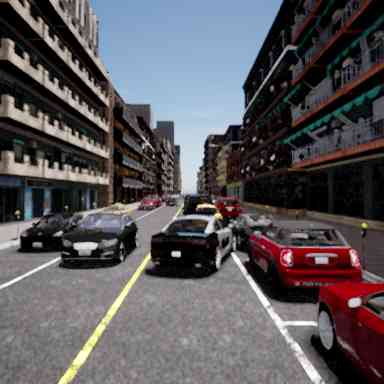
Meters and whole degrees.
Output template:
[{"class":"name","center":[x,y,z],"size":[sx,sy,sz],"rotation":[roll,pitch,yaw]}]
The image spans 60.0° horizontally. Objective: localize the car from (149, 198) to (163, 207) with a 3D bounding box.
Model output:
[{"class":"car","center":[-5.748,1.617,53.913],"size":[1.802,1.307,4.206],"rotation":[0,0,0]}]

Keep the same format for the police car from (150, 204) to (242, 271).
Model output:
[{"class":"police car","center":[0.287,1.434,11.245],"size":[1.930,1.638,5.238],"rotation":[0,0,16]}]

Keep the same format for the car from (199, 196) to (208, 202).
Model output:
[{"class":"car","center":[2.609,1.569,76.634],"size":[1.752,1.417,4.829],"rotation":[0,0,0]}]

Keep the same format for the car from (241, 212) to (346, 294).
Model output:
[{"class":"car","center":[2.683,1.448,8.827],"size":[1.967,1.590,4.097],"rotation":[0,0,0]}]

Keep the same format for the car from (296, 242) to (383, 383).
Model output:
[{"class":"car","center":[2.689,1.548,3.190],"size":[1.887,1.381,4.507],"rotation":[0,0,0]}]

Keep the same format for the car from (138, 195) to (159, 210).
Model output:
[{"class":"car","center":[-5.735,1.469,42.640],"size":[1.967,1.590,4.097],"rotation":[0,0,0]}]

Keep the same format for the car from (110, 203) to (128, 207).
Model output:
[{"class":"car","center":[-5.716,1.545,25.560],"size":[1.752,1.417,4.829],"rotation":[0,0,0]}]

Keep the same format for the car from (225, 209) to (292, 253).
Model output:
[{"class":"car","center":[2.677,1.563,14.463],"size":[2.008,1.369,4.403],"rotation":[0,0,0]}]

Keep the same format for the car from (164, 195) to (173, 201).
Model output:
[{"class":"car","center":[-5.778,1.486,82.094],"size":[1.967,1.590,4.097],"rotation":[0,0,0]}]

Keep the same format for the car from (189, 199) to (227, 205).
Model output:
[{"class":"car","center":[0.878,1.472,21.149],"size":[1.801,1.575,5.366],"rotation":[0,0,0]}]

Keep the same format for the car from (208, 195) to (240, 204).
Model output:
[{"class":"car","center":[2.666,1.335,25.736],"size":[2.192,1.841,5.009],"rotation":[0,0,0]}]

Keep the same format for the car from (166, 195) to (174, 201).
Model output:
[{"class":"car","center":[-5.784,1.592,87.731],"size":[1.887,1.381,4.507],"rotation":[0,0,0]}]

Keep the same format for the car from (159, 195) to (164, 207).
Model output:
[{"class":"car","center":[-5.740,1.347,48.277],"size":[2.192,1.841,5.009],"rotation":[0,0,0]}]

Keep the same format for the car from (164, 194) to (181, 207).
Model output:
[{"class":"car","center":[-3.139,1.537,52.527],"size":[1.837,1.490,4.892],"rotation":[0,0,0]}]

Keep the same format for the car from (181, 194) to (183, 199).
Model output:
[{"class":"car","center":[-0.051,1.253,47.388],"size":[2.150,2.045,5.566],"rotation":[0,0,0]}]

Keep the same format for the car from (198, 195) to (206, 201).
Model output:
[{"class":"car","center":[2.597,1.592,87.736],"size":[1.887,1.381,4.507],"rotation":[0,0,0]}]

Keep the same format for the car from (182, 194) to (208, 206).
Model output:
[{"class":"car","center":[0.549,1.240,26.946],"size":[2.150,2.045,5.566],"rotation":[0,0,-3]}]

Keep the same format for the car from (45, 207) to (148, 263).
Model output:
[{"class":"car","center":[-3.113,1.502,12.091],"size":[2.128,1.511,4.902],"rotation":[0,0,0]}]

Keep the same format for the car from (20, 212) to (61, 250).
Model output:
[{"class":"car","center":[-5.704,1.578,14.457],"size":[1.947,1.339,4.313],"rotation":[0,0,0]}]
